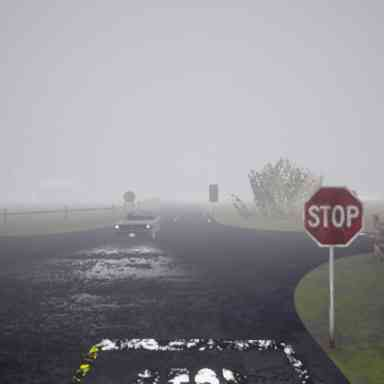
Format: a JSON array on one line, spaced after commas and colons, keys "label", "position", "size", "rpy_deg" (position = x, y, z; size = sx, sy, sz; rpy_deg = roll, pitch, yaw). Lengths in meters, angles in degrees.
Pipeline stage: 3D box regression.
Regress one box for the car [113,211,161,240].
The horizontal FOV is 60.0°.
[{"label": "car", "position": [-2.758, 1.684, 17.560], "size": [1.895, 1.301, 4.718], "rpy_deg": [0, 0, 0]}]
